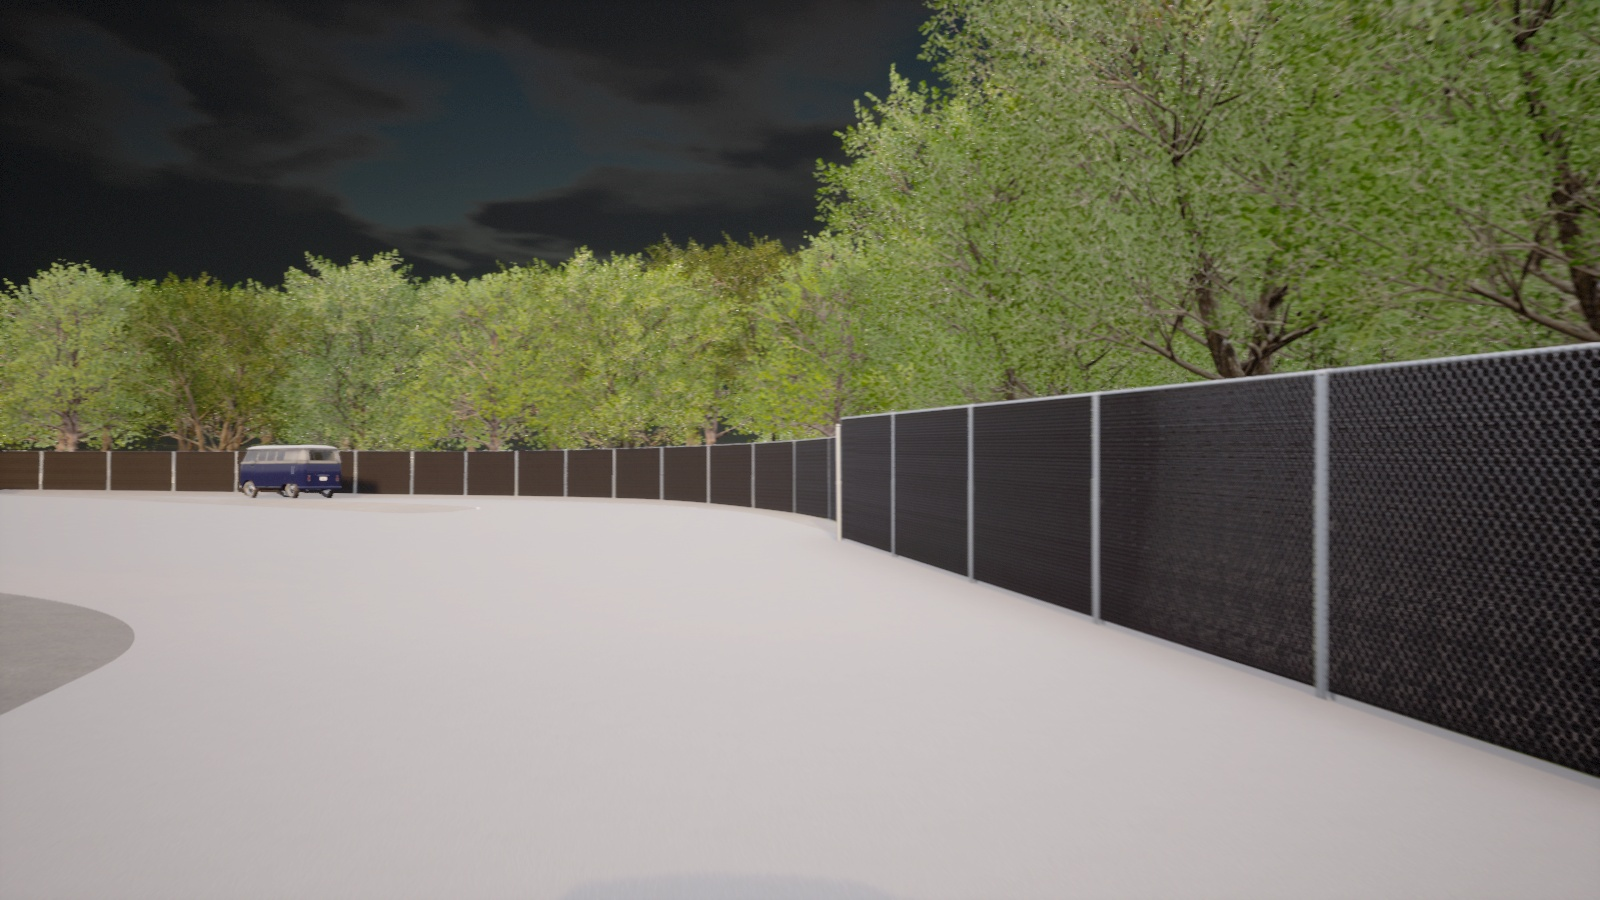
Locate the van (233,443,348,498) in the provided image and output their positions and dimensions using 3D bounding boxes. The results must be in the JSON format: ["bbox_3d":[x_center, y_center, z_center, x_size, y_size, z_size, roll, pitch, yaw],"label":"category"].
[{"bbox_3d":[-19.036,0.782,46.882,4.442,1.987,1.775,-1,-2,34],"label":"van"}]
